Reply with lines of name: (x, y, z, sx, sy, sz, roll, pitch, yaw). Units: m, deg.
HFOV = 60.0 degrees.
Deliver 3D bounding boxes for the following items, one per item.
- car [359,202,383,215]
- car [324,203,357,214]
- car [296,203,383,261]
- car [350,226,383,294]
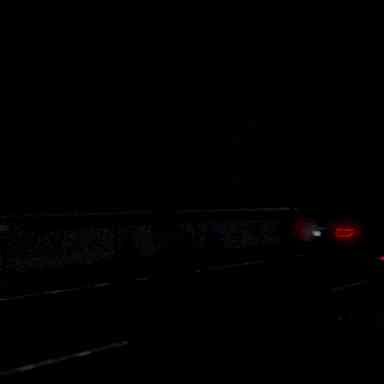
car: (24.977, 2.178, 44.718, 4.902, 1.511, 2.128, 1, -1, -29)
car: (20.762, 2.231, 46.338, 4.674, 1.442, 1.812, 1, -1, -30)
car: (6.125, 1.405, 11.856, 5.566, 2.045, 2.150, 1, -1, -33)
car: (6.104, 1.613, 7.641, 4.902, 1.511, 2.128, 1, -1, -33)
